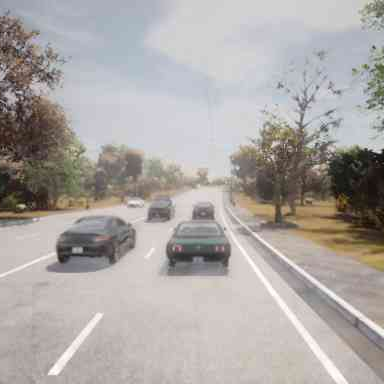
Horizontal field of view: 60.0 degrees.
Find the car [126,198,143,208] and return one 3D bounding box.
[{"bbox_3d":[-8.224,1.596,48.738,1.812,1.442,4.674,0,0,5],"label":"car"}]

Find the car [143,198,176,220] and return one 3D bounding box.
[{"bbox_3d":[-2.527,1.549,28.090,1.837,1.490,4.892,0,0,4],"label":"car"}]

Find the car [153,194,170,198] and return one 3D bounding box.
[{"bbox_3d":[-4.536,1.300,50.708,2.150,2.045,5.566,0,0,5],"label":"car"}]

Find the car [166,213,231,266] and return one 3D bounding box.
[{"bbox_3d":[0.258,1.619,11.574,1.895,1.301,4.718,0,0,2],"label":"car"}]

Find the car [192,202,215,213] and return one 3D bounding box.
[{"bbox_3d":[1.029,1.572,28.855,1.812,1.442,4.674,0,0,4],"label":"car"}]

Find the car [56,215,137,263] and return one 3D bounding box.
[{"bbox_3d":[-3.232,1.543,11.915,1.812,1.442,4.674,0,-1,2],"label":"car"}]
